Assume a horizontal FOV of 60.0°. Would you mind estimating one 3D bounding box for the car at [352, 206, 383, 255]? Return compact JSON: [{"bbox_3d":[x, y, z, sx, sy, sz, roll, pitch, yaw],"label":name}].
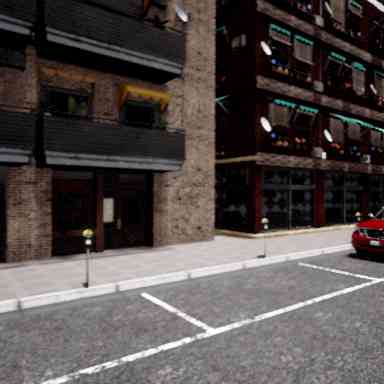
[{"bbox_3d":[7.992,1.354,12.285,5.009,1.841,2.192,0,0,-36],"label":"car"}]
